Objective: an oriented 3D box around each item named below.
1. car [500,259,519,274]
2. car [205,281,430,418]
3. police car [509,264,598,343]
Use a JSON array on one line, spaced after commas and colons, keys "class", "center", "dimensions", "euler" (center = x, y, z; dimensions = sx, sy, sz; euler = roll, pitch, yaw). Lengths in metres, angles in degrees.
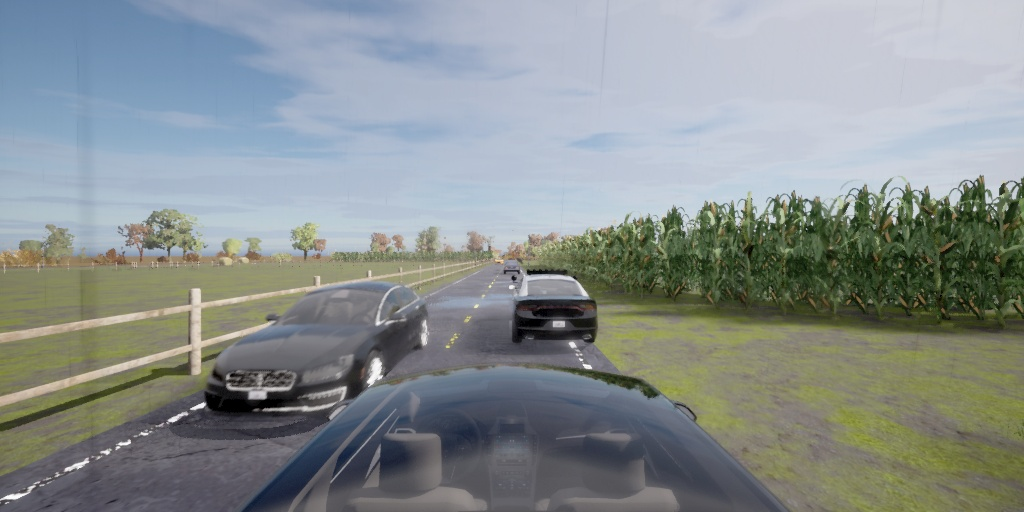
[{"class": "car", "center": [-0.020, 1.298, 40.675], "dimensions": [2.033, 1.411, 5.357], "euler": [0, 0, 0]}, {"class": "car", "center": [-2.763, 1.254, 6.313], "dimensions": [1.837, 1.490, 4.892], "euler": [0, 0, 0]}, {"class": "police car", "center": [0.941, 1.175, 9.833], "dimensions": [1.930, 1.638, 5.238], "euler": [0, 0, 0]}]
